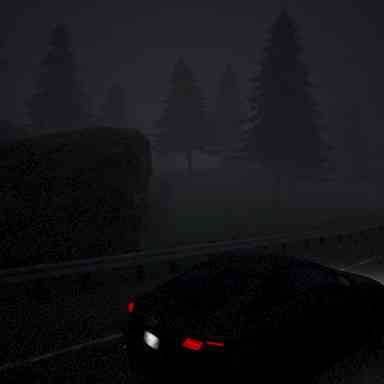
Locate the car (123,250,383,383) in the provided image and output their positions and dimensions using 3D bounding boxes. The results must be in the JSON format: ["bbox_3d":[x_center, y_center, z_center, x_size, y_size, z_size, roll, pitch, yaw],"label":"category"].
[{"bbox_3d":[1.155,1.564,4.809,4.181,1.385,1.994,0,0,-37],"label":"car"}]
